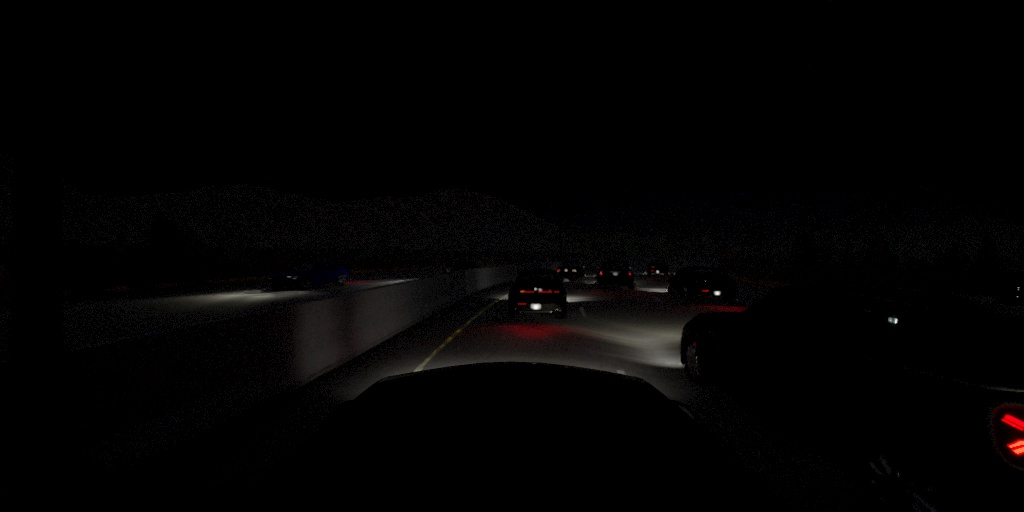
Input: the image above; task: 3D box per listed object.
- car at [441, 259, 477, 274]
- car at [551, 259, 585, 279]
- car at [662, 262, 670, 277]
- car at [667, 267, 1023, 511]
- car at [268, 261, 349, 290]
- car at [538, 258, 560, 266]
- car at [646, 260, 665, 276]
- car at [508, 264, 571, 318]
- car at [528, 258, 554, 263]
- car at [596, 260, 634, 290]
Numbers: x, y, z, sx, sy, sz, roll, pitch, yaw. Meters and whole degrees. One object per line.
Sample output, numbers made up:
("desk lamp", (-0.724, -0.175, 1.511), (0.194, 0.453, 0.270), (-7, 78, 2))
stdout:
("car", (-4.951, 1.082, 34.196), (2.128, 1.511, 4.902), (0, 0, 19))
("car", (5.094, 1.194, 30.810), (2.033, 1.411, 5.357), (0, 0, 19))
("car", (8.699, 1.227, 16.816), (1.837, 1.490, 4.892), (0, 0, 10))
("car", (3.788, 1.108, 4.086), (2.097, 1.767, 4.553), (0, 0, 2))
("car", (-11.948, 1.093, 21.423), (1.882, 1.535, 5.008), (0, 0, 11))
("car", (6.606, 1.037, 64.210), (1.812, 1.442, 4.674), (0, 0, 36))
("car", (14.228, 1.172, 34.919), (1.837, 1.490, 4.892), (0, 0, 23))
("car", (0.988, 1.212, 12.824), (1.837, 1.490, 4.892), (0, 0, 7))
("car", (3.143, 1.126, 44.791), (2.033, 1.411, 5.357), (0, 0, 26))
("car", (6.385, 1.040, 22.457), (2.097, 1.767, 4.553), (0, 0, 14))
